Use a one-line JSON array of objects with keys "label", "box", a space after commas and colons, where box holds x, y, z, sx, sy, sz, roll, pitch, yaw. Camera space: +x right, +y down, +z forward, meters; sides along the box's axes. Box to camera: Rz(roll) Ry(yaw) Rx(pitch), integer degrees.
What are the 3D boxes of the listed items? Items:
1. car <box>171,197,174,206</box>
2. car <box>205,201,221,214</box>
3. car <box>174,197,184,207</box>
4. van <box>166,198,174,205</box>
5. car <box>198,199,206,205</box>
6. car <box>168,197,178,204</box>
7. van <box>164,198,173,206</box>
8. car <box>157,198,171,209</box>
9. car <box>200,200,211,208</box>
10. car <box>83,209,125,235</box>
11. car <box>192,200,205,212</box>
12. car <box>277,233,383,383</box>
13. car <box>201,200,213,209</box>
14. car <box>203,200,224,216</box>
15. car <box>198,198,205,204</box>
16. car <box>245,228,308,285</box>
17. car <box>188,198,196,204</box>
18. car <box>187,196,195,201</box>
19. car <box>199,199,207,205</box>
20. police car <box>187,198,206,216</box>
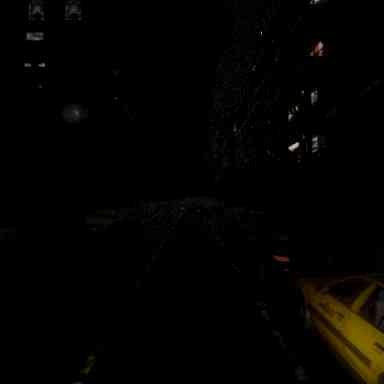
[{"label": "car", "box": [-5.267, 2.059, 64.818, 2.192, 1.841, 5.009, 2, -1, 0]}, {"label": "car", "box": [2.600, 1.992, 42.799, 1.752, 1.417, 4.829, 1, -1, 0]}, {"label": "car", "box": [-2.725, 2.323, 71.054, 1.837, 1.490, 4.892, 0, -1, 0]}, {"label": "van", "box": [-5.263, 2.310, 81.407, 1.690, 1.788, 3.998, 1, -1, 0]}, {"label": "car", "box": [2.615, 2.591, 86.869, 1.887, 1.381, 4.507, 1, -1, 0]}, {"label": "car", "box": [-5.258, 2.442, 92.467, 2.192, 1.841, 5.009, 1, -1, 0]}, {"label": "van", "box": [-5.264, 2.232, 75.875, 1.690, 1.788, 3.998, 2, -1, 0]}, {"label": "car", "box": [-5.274, 2.196, 59.114, 1.752, 1.417, 4.829, 2, -1, 0]}, {"label": "car", "box": [2.607, 2.295, 64.749, 2.008, 1.369, 4.403, 1, -1, 0]}, {"label": "car", "box": [-5.286, 1.736, 20.410, 1.752, 1.417, 4.829, 2, -1, 0]}, {"label": "car", "box": [0.842, 1.985, 47.959, 1.801, 1.575, 5.366, 0, -1, 0]}, {"label": "car", "box": [2.588, 1.567, 4.091, 1.752, 1.417, 4.829, 2, -1, 0]}, {"label": "car", "box": [2.605, 2.218, 59.218, 1.887, 1.381, 4.507, 1, -1, 0]}, {"label": "car", "box": [2.598, 1.944, 37.097, 1.887, 1.381, 4.507, 1, -1, 0]}, {"label": "car", "box": [2.627, 2.567, 92.402, 1.967, 1.590, 4.097, 1, -1, 0]}, {"label": "car", "box": [2.588, 1.678, 9.449, 1.802, 1.307, 4.206, 1, -1, 0]}, {"label": "car", "box": [0.032, 2.453, 88.490, 1.882, 1.535, 5.008, 0, -1, 0]}, {"label": "car", "box": [0.026, 1.990, 73.520, 2.150, 2.045, 5.566, 0, -1, 0]}, {"label": "car", "box": [2.613, 2.513, 81.340, 1.887, 1.381, 4.507, 1, -1, 0]}, {"label": "police car", "box": [0.723, 1.833, 37.874, 1.930, 1.638, 5.238, 0, -1, 0]}]
